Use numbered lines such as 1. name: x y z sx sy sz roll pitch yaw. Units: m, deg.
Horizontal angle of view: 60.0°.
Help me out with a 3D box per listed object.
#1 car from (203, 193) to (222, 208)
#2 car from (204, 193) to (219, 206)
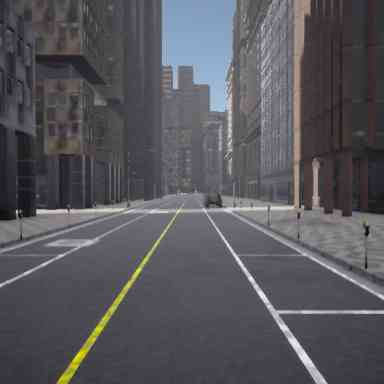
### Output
1. car: 3.106 1.185 47.986 2.150 2.045 5.566 0 0 0
2. car: 3.107 1.182 54.986 2.150 2.045 5.566 0 0 0
